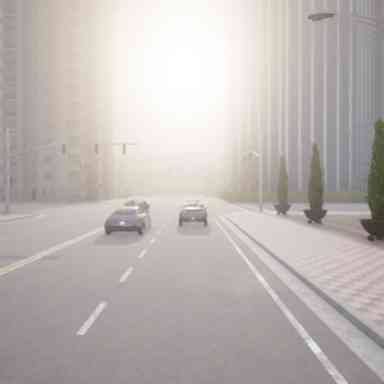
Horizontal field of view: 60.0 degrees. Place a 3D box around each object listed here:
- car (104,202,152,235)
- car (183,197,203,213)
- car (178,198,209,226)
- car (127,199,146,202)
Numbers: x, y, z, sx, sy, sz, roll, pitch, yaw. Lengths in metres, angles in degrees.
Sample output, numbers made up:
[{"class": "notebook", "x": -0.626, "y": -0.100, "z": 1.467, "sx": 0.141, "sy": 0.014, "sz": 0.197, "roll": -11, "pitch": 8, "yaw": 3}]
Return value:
[{"class": "car", "x": -3.395, "y": 1.473, "z": 18.245, "sx": 1.994, "sy": 1.385, "sz": 4.181, "roll": 0, "pitch": 0, "yaw": 0}, {"class": "car", "x": 0.091, "y": 1.366, "z": 36.403, "sx": 2.033, "sy": 1.411, "sz": 5.357, "roll": 0, "pitch": 0, "yaw": 0}, {"class": "car", "x": 0.096, "y": 1.381, "z": 22.160, "sx": 2.128, "sy": 1.511, "sz": 4.902, "roll": 0, "pitch": 0, "yaw": 1}, {"class": "car", "x": -6.389, "y": 1.413, "z": 37.701, "sx": 1.895, "sy": 1.301, "sz": 4.718, "roll": 0, "pitch": 0, "yaw": -26}]
